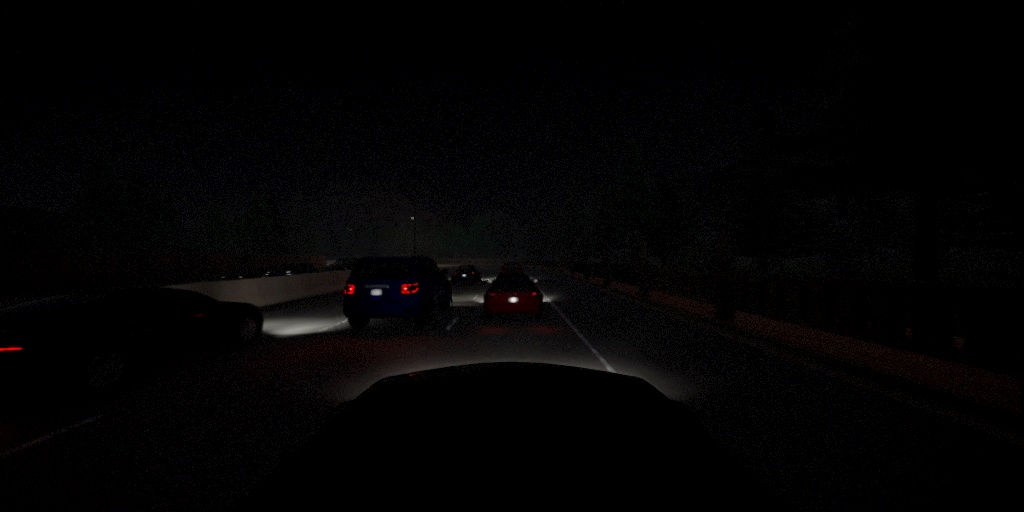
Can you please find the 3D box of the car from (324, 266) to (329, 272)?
[{"bbox_3d":[-14.251,1.147,31.172,2.150,2.045,5.566,0,0,0],"label":"car"}]

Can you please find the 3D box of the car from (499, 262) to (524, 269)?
[{"bbox_3d":[-0.030,1.280,29.486,1.882,1.535,5.008,0,0,0],"label":"car"}]

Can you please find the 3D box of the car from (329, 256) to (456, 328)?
[{"bbox_3d":[-3.455,1.020,11.806,2.150,2.045,5.566,0,0,0],"label":"car"}]

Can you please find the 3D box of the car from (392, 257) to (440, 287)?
[{"bbox_3d":[-7.021,1.078,26.989,2.150,2.045,5.566,0,0,0],"label":"car"}]

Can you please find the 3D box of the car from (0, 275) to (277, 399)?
[{"bbox_3d":[-6.946,1.325,6.733,1.837,1.490,4.892,0,0,0],"label":"car"}]

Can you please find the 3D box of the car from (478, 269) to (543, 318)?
[{"bbox_3d":[0.041,1.335,13.145,1.994,1.385,4.181,0,0,0],"label":"car"}]

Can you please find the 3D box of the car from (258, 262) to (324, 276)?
[{"bbox_3d":[-17.748,1.303,29.087,2.097,1.767,4.553,0,0,-1],"label":"car"}]

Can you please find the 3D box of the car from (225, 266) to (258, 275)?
[{"bbox_3d":[-21.229,1.529,29.706,2.033,1.411,5.357,0,0,0],"label":"car"}]

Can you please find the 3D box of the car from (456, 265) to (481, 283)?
[{"bbox_3d":[-3.526,1.394,28.427,1.994,1.385,4.181,0,0,0],"label":"car"}]
